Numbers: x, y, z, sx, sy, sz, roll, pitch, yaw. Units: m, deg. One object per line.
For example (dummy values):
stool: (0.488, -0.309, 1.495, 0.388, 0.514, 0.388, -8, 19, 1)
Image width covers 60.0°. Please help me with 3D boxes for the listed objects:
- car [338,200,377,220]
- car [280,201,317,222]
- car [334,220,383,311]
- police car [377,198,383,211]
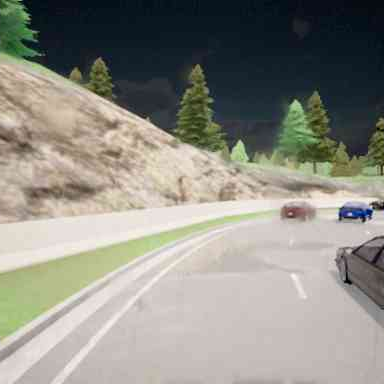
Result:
car: (13.022, 1.488, 26.299, 1.882, 1.535, 5.008, 0, 0, 36)
car: (8.575, 1.461, 26.496, 1.882, 1.535, 5.008, 0, 0, 33)
car: (4.303, 1.557, 6.372, 2.033, 1.411, 5.357, 0, 0, 10)
police car: (23.832, 1.543, 40.863, 4.974, 1.542, 2.038, 0, 0, -31)
